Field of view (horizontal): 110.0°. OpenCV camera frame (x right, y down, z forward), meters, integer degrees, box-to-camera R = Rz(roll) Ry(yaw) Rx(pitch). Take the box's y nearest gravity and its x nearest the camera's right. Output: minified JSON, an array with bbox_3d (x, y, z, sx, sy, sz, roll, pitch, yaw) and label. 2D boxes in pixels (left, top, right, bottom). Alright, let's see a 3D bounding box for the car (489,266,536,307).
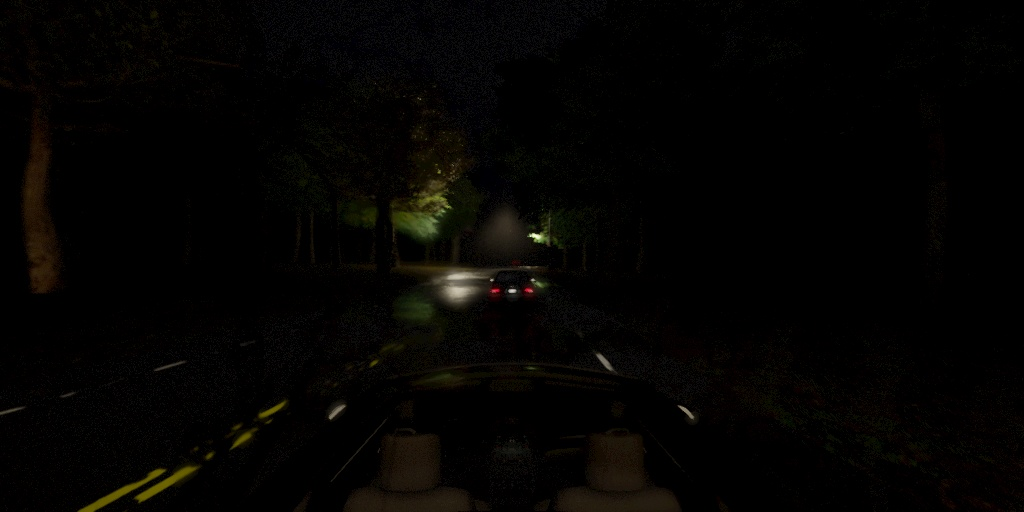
[{"bbox_3d":[0.025,1.322,15.513,2.033,1.411,5.357,0,0,0],"label":"car"}]
